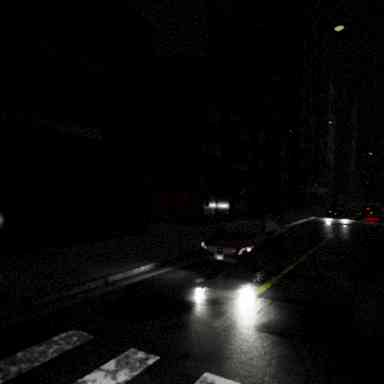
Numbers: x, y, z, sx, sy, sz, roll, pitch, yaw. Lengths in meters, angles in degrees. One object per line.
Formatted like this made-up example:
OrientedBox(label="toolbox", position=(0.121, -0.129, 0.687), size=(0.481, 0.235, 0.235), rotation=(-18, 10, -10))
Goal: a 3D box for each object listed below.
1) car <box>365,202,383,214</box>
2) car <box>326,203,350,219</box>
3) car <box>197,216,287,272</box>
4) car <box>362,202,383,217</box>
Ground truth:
OrientedBox(label="car", position=(26.153, 2.198, 47.820), size=(2.128, 1.511, 4.902), rotation=(2, 0, 30))
OrientedBox(label="car", position=(15.137, 1.905, 34.344), size=(1.837, 1.490, 4.892), rotation=(2, -1, 30))
OrientedBox(label="car", position=(1.919, 1.561, 11.214), size=(1.812, 1.442, 4.674), rotation=(2, 0, 30))
OrientedBox(label="car", position=(20.624, 2.059, 38.094), size=(1.837, 1.490, 4.892), rotation=(2, 0, 30))
